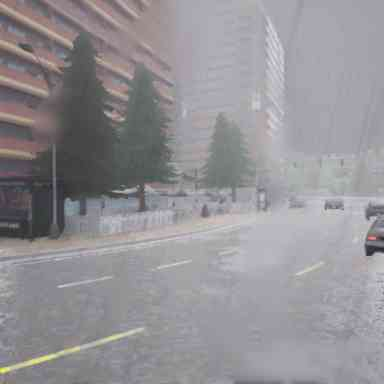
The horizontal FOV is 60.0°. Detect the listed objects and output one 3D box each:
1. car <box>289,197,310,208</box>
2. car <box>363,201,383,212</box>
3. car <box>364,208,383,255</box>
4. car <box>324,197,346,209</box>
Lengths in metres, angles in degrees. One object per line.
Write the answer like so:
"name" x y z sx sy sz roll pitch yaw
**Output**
"car" 11.831 1.233 36.392 1.882 1.535 5.008 0 0 25
"car" 16.157 1.586 28.962 1.837 1.490 4.892 0 0 25
"car" 7.834 1.582 12.722 2.033 1.411 5.357 0 0 34
"car" 14.999 1.211 34.903 1.882 1.535 5.008 0 0 25
